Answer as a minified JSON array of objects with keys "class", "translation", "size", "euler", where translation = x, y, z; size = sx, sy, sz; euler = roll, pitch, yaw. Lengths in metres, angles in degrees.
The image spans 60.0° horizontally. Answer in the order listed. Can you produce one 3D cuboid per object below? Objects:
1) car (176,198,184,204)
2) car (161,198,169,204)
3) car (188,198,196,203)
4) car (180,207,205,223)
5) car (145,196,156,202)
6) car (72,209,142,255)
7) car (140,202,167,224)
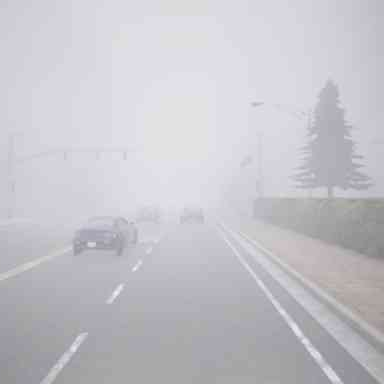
[{"class":"car","translation":[-3.501,2.546,93.224],"size":[1.994,1.385,4.181],"euler":[0,-1,0]},{"class":"car","translation":[-7.001,2.403,86.607],"size":[1.882,1.535,5.008],"euler":[0,-1,0]},{"class":"car","translation":[-0.001,2.470,92.975],"size":[1.882,1.535,5.008],"euler":[0,-1,0]},{"class":"car","translation":[0.135,1.904,28.222],"size":[1.895,1.301,4.718],"euler":[0,-1,4]},{"class":"car","translation":[-10.501,2.477,86.606],"size":[1.994,1.385,4.181],"euler":[0,-1,0]},{"class":"car","translation":[-3.479,1.675,13.882],"size":[1.812,1.442,4.674],"euler":[0,0,0]},{"class":"car","translation":[-3.490,1.843,27.503],"size":[2.033,1.411,5.357],"euler":[0,-1,0]}]
